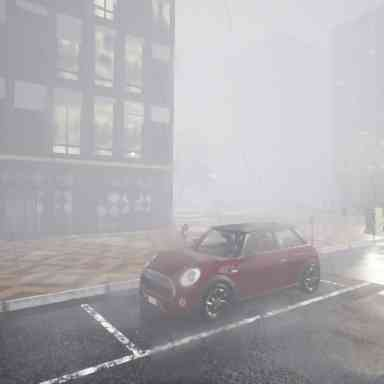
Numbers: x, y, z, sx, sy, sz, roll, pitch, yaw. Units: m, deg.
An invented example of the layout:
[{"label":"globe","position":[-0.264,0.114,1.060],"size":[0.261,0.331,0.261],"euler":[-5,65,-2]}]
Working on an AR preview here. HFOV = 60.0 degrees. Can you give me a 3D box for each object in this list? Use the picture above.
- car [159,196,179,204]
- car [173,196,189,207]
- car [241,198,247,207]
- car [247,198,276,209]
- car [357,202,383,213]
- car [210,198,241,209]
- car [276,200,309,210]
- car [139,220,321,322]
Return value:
[{"label":"car","position":[-5.225,1.724,74.591],"size":[2.192,1.841,5.009],"euler":[1,-1,-35]},{"label":"car","position":[-2.236,1.733,55.867],"size":[1.887,1.381,4.507],"euler":[1,-1,-35]},{"label":"car","position":[7.883,1.726,56.079],"size":[1.967,1.590,4.097],"euler":[1,-1,-35]},{"label":"car","position":[11.160,1.800,51.450],"size":[1.887,1.381,4.507],"euler":[1,-1,-35]},{"label":"car","position":[20.992,1.730,37.567],"size":[1.947,1.339,4.313],"euler":[1,-1,-35]},{"label":"car","position":[4.318,1.678,46.612],"size":[2.008,1.369,4.403],"euler":[1,-1,-35]},{"label":"car","position":[14.437,1.806,46.822],"size":[1.802,1.307,4.206],"euler":[1,-1,-35]},{"label":"car","position":[0.905,1.442,7.195],"size":[4.097,1.590,1.967],"euler":[0,1,-36]}]
